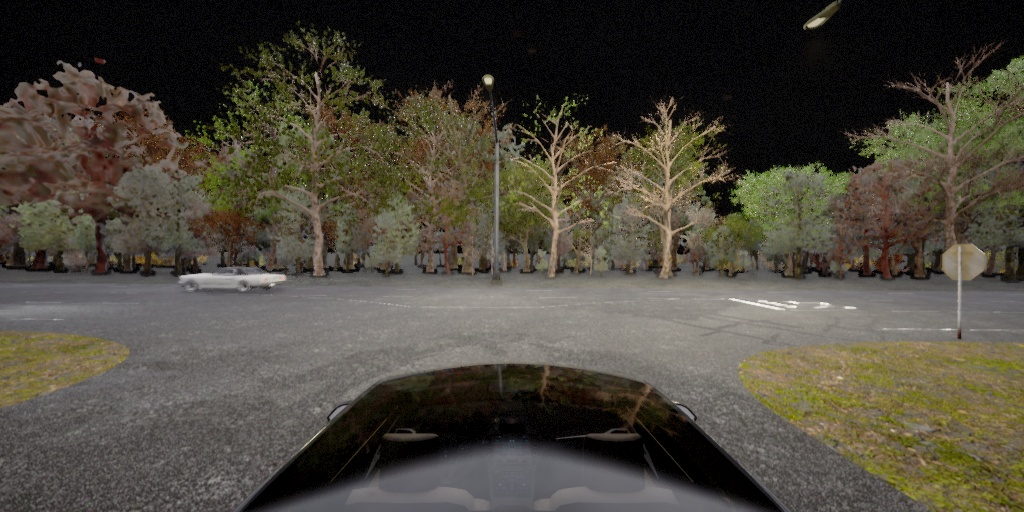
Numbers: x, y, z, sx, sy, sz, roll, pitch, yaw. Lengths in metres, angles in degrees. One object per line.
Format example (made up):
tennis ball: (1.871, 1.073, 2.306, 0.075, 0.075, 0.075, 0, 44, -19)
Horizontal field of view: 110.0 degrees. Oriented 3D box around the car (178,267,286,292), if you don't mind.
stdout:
car: (-15.223, 1.254, 19.583, 4.718, 1.301, 1.895, 0, 0, 2)
